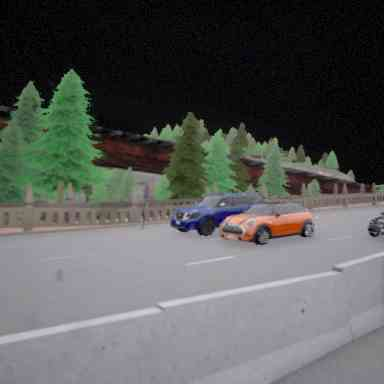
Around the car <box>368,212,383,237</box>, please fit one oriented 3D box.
[{"bbox_3d":[10.082,1.331,15.480,4.674,1.442,1.812,-1,1,-35],"label":"car"}]

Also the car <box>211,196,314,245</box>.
[{"bbox_3d":[3.419,1.247,15.028,4.553,1.767,2.097,-1,1,-35],"label":"car"}]

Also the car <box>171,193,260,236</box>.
[{"bbox_3d":[1.560,1.112,18.001,5.566,2.045,2.150,-1,1,-35],"label":"car"}]
